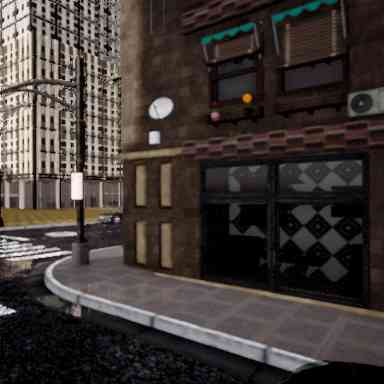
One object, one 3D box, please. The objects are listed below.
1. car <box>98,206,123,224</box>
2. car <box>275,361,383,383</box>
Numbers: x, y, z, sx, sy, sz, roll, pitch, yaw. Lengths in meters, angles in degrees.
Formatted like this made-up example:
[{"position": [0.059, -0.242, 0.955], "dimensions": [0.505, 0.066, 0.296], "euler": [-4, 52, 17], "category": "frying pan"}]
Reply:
[{"position": [-5.754, 1.871, 27.503], "dimensions": [2.008, 1.369, 4.403], "euler": [-1, -2, 35], "category": "car"}, {"position": [2.176, 1.567, 1.331], "dimensions": [4.313, 1.339, 1.947], "euler": [0, 0, 35], "category": "car"}]
